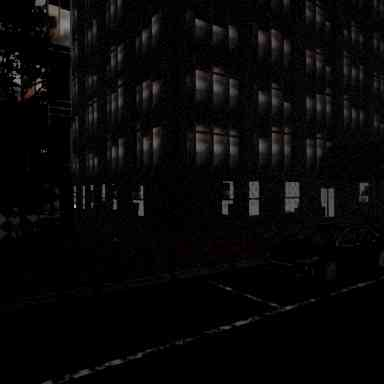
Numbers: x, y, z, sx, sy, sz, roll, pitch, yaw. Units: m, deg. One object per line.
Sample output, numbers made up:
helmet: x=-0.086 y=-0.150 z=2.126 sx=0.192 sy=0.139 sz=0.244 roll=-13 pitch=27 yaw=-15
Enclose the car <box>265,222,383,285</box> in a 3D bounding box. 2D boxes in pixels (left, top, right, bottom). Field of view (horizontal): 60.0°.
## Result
car: x=3.932 y=1.549 z=9.401 sx=4.403 sy=1.369 sz=2.008 roll=0 pitch=-1 yaw=-36
